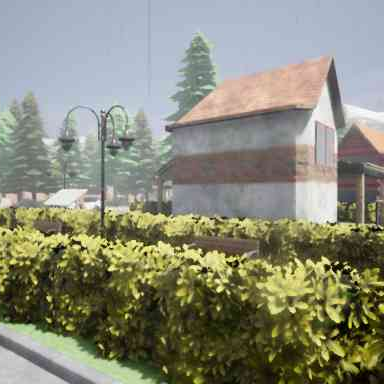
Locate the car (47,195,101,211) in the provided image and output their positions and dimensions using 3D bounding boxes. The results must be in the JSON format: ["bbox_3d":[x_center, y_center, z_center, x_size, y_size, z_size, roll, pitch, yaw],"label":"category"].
[{"bbox_3d":[-11.357,1.371,32.436,2.150,2.045,5.566,0,0,36],"label":"car"}]
